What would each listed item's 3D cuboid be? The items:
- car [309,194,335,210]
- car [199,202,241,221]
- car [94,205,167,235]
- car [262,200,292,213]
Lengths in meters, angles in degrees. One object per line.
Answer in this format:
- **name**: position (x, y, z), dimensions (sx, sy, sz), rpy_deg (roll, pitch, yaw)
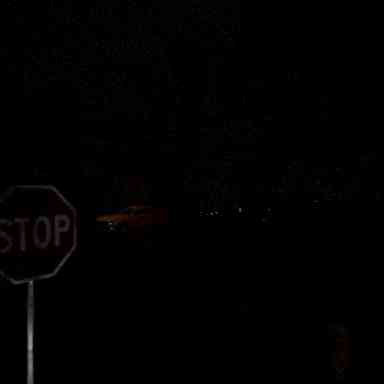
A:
- **car**: position (17.225, 1.282, 44.115), dimensions (2.150, 2.045, 5.566), rpy_deg (-1, 0, 36)
- **car**: position (2.524, 1.621, 28.868), dimensions (1.837, 1.490, 4.892), rpy_deg (-1, 0, 36)
- **car**: position (-3.619, 1.617, 20.401), dimensions (1.882, 1.535, 5.008), rpy_deg (-1, 0, 36)
- **car**: position (10.201, 1.647, 39.421), dimensions (2.033, 1.411, 5.357), rpy_deg (-1, 0, 36)
